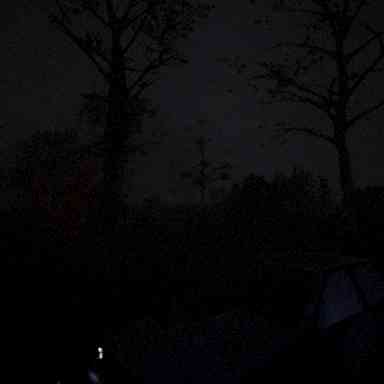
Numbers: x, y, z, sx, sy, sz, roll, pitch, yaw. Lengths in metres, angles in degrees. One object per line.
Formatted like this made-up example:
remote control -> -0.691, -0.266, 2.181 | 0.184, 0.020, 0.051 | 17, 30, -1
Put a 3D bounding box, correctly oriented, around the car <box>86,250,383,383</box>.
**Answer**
car -> 1.468, 1.571, 4.494 | 5.357, 1.411, 2.033 | 0, 0, -38
